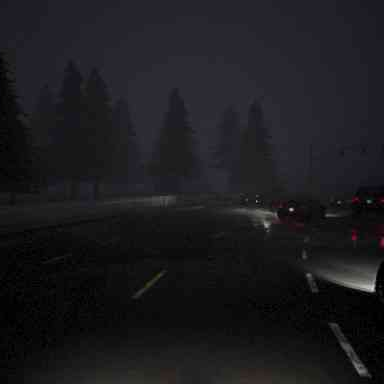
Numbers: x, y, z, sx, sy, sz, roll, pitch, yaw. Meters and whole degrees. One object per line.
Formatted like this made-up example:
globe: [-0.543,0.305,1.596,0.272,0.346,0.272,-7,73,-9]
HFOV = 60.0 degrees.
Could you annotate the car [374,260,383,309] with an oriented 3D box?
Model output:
car: [4.187,1.439,4.485,1.994,1.385,4.181,0,2,8]

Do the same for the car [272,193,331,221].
car: [7.060,0.967,21.140,1.994,1.385,4.181,1,2,37]

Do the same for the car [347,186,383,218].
car: [12.339,0.608,21.978,2.150,2.045,5.566,1,2,40]

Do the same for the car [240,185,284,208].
car: [6.881,0.322,31.695,5.566,2.045,2.150,-1,2,-44]

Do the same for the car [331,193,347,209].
car: [13.502,0.773,28.381,4.181,1.385,1.994,-1,2,-41]

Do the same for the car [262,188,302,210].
car: [8.252,0.681,28.058,1.882,1.535,5.008,2,2,44]
